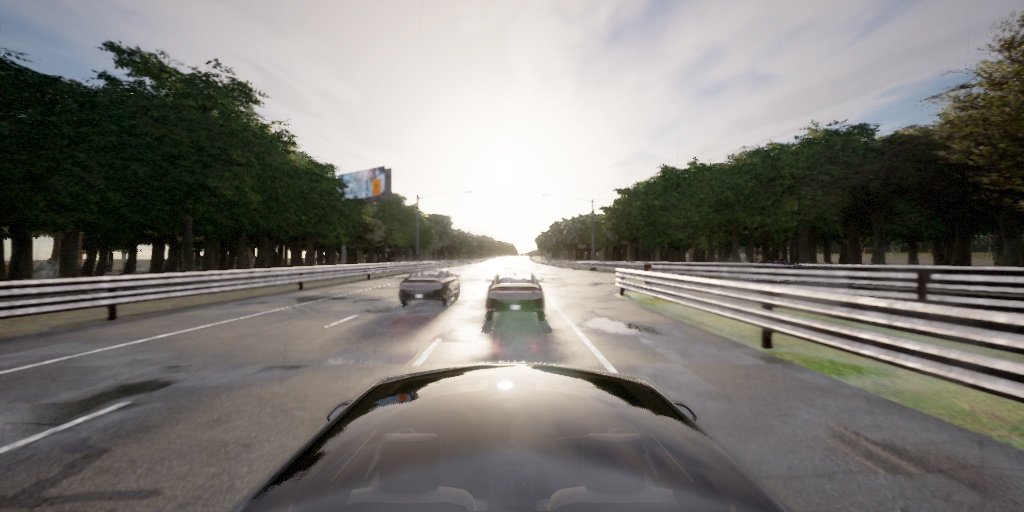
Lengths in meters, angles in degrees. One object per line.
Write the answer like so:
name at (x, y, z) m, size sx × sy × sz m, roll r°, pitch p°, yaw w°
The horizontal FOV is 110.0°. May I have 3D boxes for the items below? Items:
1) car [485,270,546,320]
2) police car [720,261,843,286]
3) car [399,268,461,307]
car at (0.104, 1.250, 12.617) m, size 2.128 × 1.511 × 4.902 m, roll 0°, pitch 0°, yaw 0°
police car at (12.132, 1.047, 16.837) m, size 2.038 × 1.542 × 4.974 m, roll 0°, pitch 0°, yaw -13°
car at (-3.394, 1.254, 15.544) m, size 2.128 × 1.511 × 4.902 m, roll 0°, pitch 0°, yaw 0°
